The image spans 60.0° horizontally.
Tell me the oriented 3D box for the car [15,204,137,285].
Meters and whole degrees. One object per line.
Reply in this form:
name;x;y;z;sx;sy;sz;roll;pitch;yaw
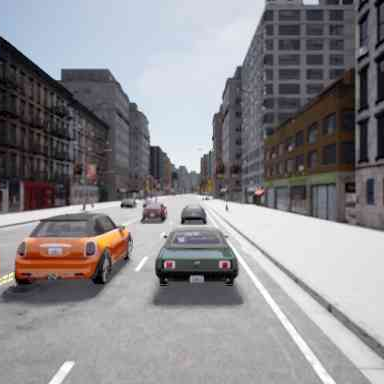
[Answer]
car;-3.133;1.391;9.761;2.097;1.767;4.553;0;0;0

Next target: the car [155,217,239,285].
car;0.117;1.640;9.543;1.895;1.301;4.718;0;0;0

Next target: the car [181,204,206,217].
car;0.143;1.677;27.037;1.994;1.385;4.181;0;0;0

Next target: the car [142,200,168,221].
car;-3.105;1.643;28.266;1.812;1.442;4.674;0;0;0

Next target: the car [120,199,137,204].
car;-9.668;1.762;51.043;2.033;1.411;5.357;0;0;0
